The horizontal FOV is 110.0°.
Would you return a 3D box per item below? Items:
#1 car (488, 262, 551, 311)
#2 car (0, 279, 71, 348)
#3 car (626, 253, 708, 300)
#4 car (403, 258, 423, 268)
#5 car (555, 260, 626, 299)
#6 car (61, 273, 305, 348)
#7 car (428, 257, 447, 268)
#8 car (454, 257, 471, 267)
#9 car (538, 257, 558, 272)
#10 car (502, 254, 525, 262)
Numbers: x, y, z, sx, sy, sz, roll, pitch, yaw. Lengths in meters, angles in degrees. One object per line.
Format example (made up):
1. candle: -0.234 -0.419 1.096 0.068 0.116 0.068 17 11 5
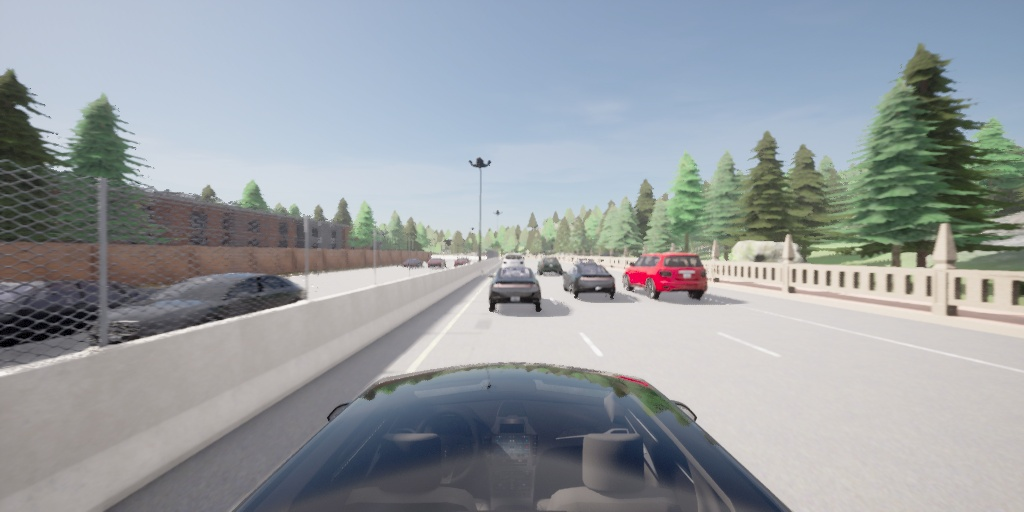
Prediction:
1. car: 0.110 1.169 14.071 2.128 1.511 4.902 0 0 0
2. car: -10.597 1.249 8.101 2.033 1.411 5.357 0 0 0
3. car: 7.111 0.886 17.230 2.150 2.045 5.566 0 0 0
4. car: -14.012 1.009 50.844 1.994 1.385 4.181 0 0 0
5. car: 3.613 1.152 17.438 2.128 1.511 4.902 0 0 0
6. car: -7.096 1.206 8.855 1.837 1.490 4.892 0 0 0
7. car: -10.516 0.928 50.561 1.882 1.535 5.008 0 0 0
8. car: -7.013 0.926 51.324 1.882 1.535 5.008 0 0 0
9. car: 3.631 0.905 35.378 2.097 1.767 4.553 0 0 0
10. car: 0.134 0.769 36.131 2.150 2.045 5.566 0 1 0
